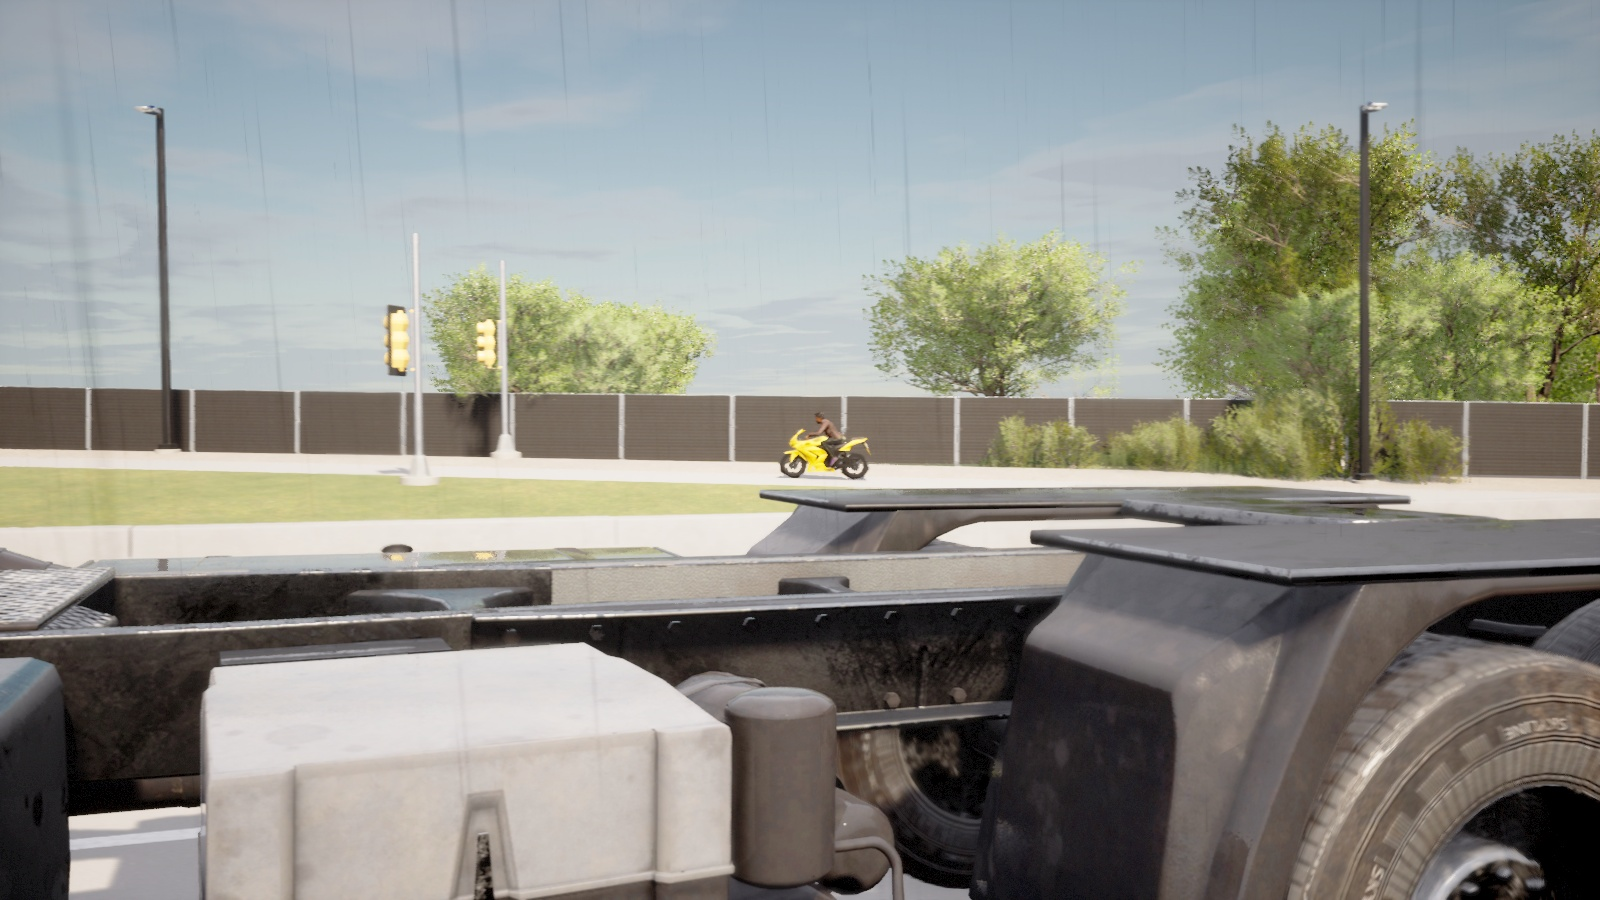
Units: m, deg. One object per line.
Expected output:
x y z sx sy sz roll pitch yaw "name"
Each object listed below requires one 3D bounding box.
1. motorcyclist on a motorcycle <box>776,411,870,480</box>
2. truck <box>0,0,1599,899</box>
0.521 -0.109 28.203 2.044 1.523 0.797 0 2 6 "motorcyclist on a motorcycle"
-0.570 -0.226 3.011 7.936 3.462 2.891 -1 1 -21 "truck"
